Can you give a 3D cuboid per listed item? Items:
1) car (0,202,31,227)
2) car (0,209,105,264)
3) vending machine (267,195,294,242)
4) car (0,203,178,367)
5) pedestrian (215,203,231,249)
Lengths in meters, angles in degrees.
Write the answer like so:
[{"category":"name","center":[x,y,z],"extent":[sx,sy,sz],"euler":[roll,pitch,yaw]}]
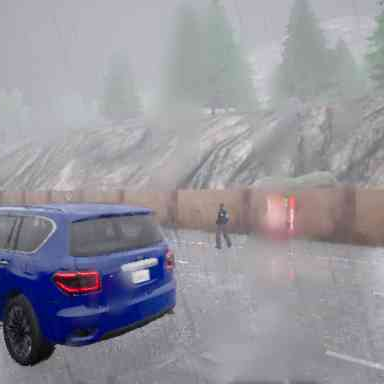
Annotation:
[{"category":"car","center":[-13.274,1.512,23.314],"extent":[4.674,1.442,1.812],"euler":[0,0,39]},{"category":"car","center":[-5.596,1.499,12.692],"extent":[4.892,1.490,1.837],"euler":[0,0,38]},{"category":"vending machine","center":[4.195,1.192,15.698],"extent":[0.880,2.100,1.100],"euler":[0,0,37]},{"category":"car","center":[-2.800,1.217,6.044],"extent":[5.566,2.045,2.150],"euler":[0,0,38]},{"category":"pedestrian","center":[1.168,1.290,13.140],"extent":[0.375,1.860,0.375],"euler":[0,0,38]}]
